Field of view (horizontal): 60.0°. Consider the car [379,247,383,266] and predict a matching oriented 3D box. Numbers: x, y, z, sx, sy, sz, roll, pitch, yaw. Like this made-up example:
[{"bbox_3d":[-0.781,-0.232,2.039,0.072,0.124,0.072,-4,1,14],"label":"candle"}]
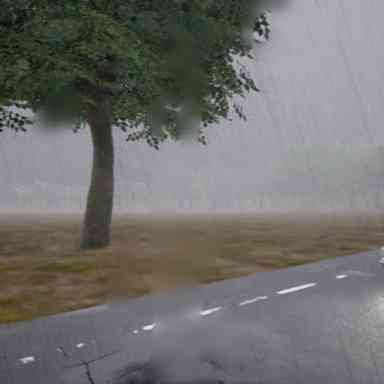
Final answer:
[{"bbox_3d":[7.098,1.615,9.056,4.718,1.301,1.895,0,0,-35],"label":"car"}]
